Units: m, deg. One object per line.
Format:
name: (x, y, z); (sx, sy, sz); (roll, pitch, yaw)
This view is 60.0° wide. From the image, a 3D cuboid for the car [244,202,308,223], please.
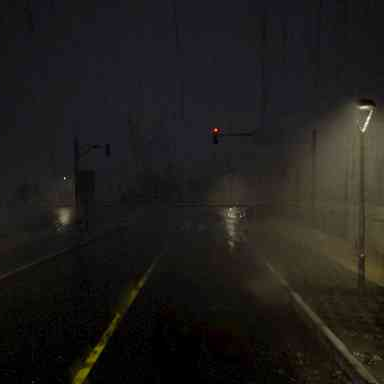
car: (6.359, 1.487, 25.315); (4.674, 1.442, 1.812); (0, 3, 7)
